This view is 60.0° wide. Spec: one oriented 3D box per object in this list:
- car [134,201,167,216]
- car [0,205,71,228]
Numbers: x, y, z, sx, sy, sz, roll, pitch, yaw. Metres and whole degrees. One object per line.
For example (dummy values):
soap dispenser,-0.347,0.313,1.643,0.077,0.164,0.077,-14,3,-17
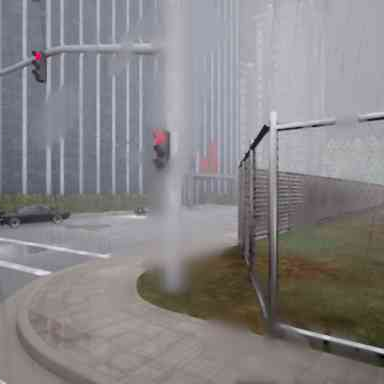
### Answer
car,-3.579,1.512,31.933,1.994,1.385,4.181,0,0,36
car,-10.647,1.549,22.090,1.895,1.301,4.718,0,0,36
